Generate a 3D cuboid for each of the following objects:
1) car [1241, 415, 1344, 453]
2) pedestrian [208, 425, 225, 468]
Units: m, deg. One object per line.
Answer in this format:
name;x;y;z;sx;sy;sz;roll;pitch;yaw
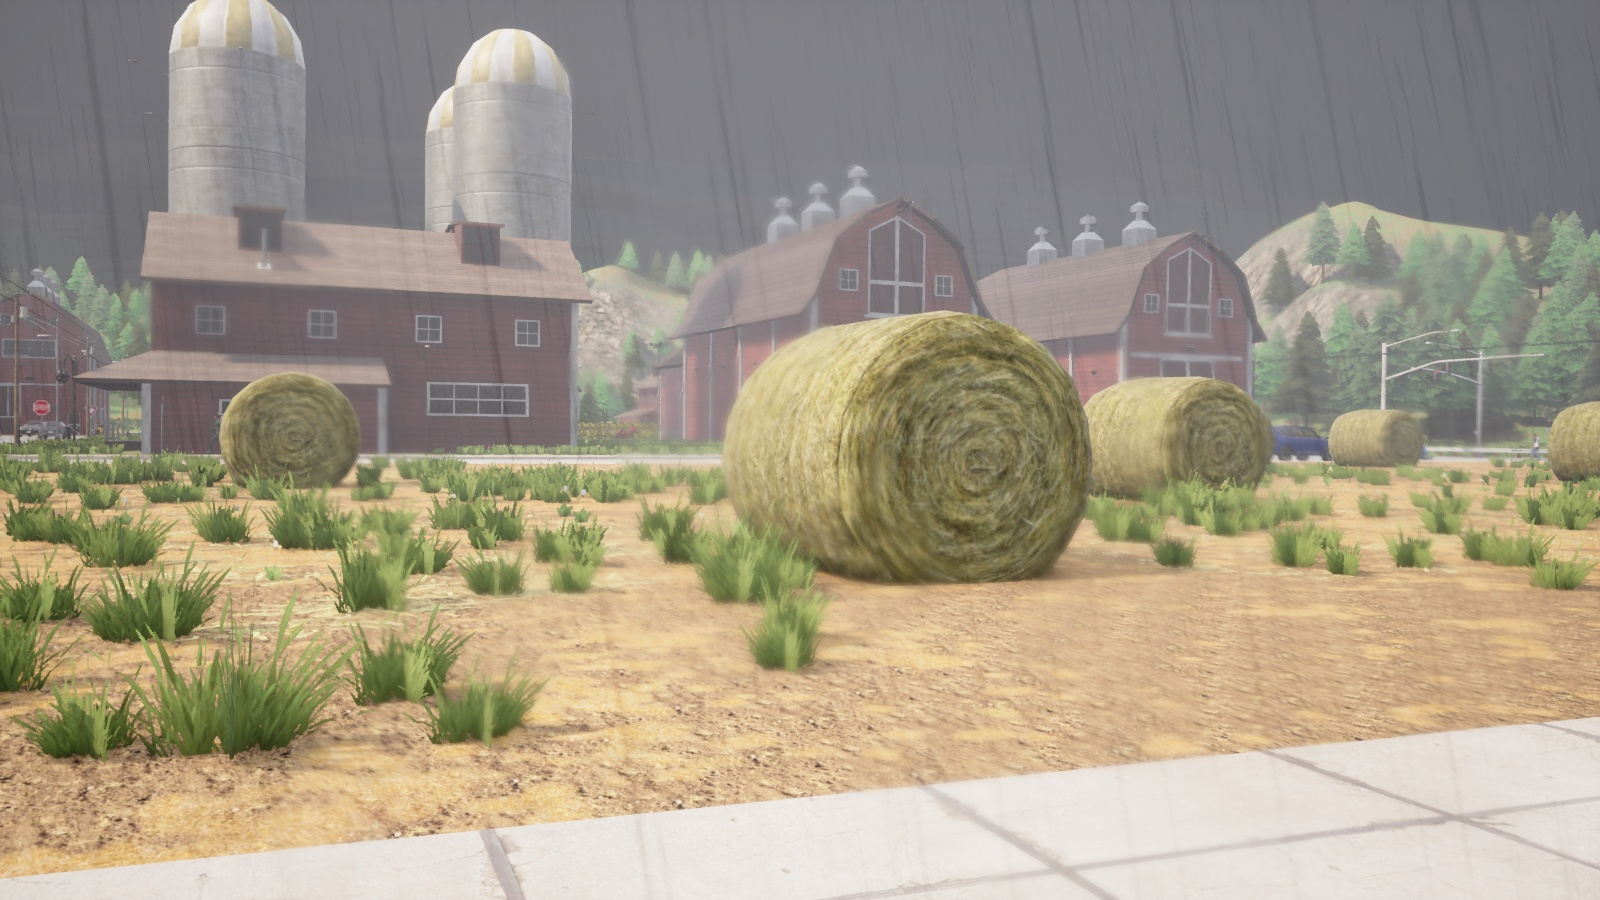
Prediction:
car;27.680;-0.921;70.506;5.566;2.045;2.150;-1;1;-25
pedestrian;-25.209;-0.142;54.230;0.614;1.847;0.353;-1;1;-27
